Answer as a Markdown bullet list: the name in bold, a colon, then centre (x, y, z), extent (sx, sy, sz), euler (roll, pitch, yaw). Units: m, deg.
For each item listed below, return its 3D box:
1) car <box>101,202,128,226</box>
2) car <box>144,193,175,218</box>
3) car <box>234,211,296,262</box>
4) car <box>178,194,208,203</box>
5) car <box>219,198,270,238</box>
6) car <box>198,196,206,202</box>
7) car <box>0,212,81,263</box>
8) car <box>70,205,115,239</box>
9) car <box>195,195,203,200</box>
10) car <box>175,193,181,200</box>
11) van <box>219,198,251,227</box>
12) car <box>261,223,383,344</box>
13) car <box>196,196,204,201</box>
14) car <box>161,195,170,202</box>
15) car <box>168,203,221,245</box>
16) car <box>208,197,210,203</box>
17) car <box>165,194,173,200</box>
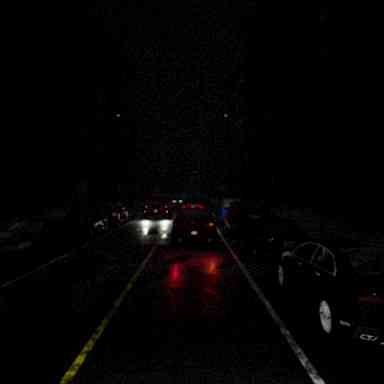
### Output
- **car**: centre (-5.667, 1.439, 22.931), extent (1.967, 1.590, 4.097), euler (0, 0, 0)
- **car**: centre (-3.004, 1.216, 30.270), extent (2.150, 2.045, 5.566), euler (0, 0, 0)
- **car**: centre (2.858, 1.565, 11.888), extent (1.947, 1.339, 4.313), euler (0, 0, 0)
- **car**: centre (0.014, 1.350, 30.374), extent (2.097, 1.767, 4.553), euler (0, 0, -2)
- **car**: centre (2.859, 1.314, 17.412), extent (2.192, 1.841, 5.009), euler (0, 0, 0)
- **car**: centre (2.326, 1.614, 78.133), extent (1.802, 1.307, 4.206), euler (0, 0, -1)
- **car**: centre (-5.668, 1.582, 11.881), extent (1.802, 1.307, 4.206), euler (0, 0, 0)
- **car**: centre (-5.668, 1.565, 17.406), extent (1.947, 1.339, 4.313), euler (0, 0, 0)
- **car**: centre (1.953, 1.611, 95.090), extent (1.887, 1.381, 4.507), euler (0, 0, -1)
- **car**: centre (-3.749, 1.523, 87.945), extent (1.882, 1.535, 5.008), euler (0, 0, -1)
- **van**: centre (2.859, 1.339, 22.936), extent (1.690, 1.788, 3.998), euler (0, 0, 0)
- **car**: centre (2.858, 1.550, 6.365), extent (2.008, 1.369, 4.403), euler (0, 0, 0)
- **car**: centre (2.078, 1.631, 89.436), extent (1.802, 1.307, 4.206), euler (0, 0, -1)
- **car**: centre (-6.197, 1.473, 77.955), extent (1.967, 1.590, 4.097), euler (0, 0, -1)
- **car**: centre (0.098, 1.477, 15.499), extent (1.882, 1.535, 5.008), euler (0, -1, 0)
- **car**: centre (2.574, 1.461, 66.826), extent (1.967, 1.590, 4.097), euler (0, 0, -1)
- **car**: centre (-6.571, 1.382, 94.916), extent (2.192, 1.841, 5.009), euler (0, 0, -1)
